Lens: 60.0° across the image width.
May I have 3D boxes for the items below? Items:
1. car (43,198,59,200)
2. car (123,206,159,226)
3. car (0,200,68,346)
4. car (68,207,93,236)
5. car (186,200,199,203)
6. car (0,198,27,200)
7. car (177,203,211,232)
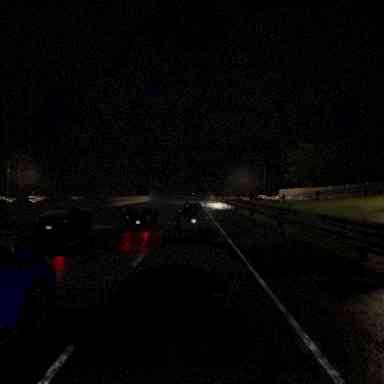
[{"bbox_3d":[-17.597,1.544,41.110,1.837,1.490,4.892,0,0,0],"label":"car"},{"bbox_3d":[-3.404,1.612,23.194,1.895,1.301,4.718,0,0,0],"label":"car"},{"bbox_3d":[-3.401,1.223,3.323,2.150,2.045,5.566,0,0,0],"label":"car"},{"bbox_3d":[-6.903,1.533,18.310,1.812,1.442,4.674,0,0,0],"label":"car"},{"bbox_3d":[0.094,1.636,39.297,1.895,1.301,4.718,0,0,0],"label":"car"},{"bbox_3d":[-21.096,1.565,40.702,1.812,1.442,4.674,0,0,0],"label":"car"},{"bbox_3d":[0.097,1.573,20.423,1.994,1.385,4.181,0,0,0],"label":"car"}]
